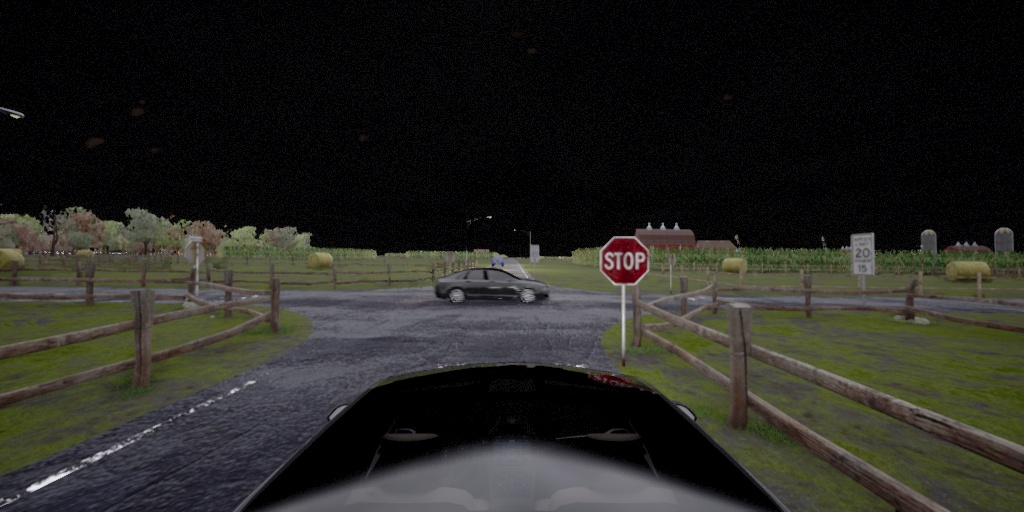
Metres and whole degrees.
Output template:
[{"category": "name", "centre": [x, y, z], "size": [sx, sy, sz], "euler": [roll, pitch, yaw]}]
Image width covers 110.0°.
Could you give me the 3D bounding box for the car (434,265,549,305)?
[{"category": "car", "centre": [-0.865, 1.280, 15.494], "size": [4.892, 1.490, 1.837], "euler": [0, 0, -1]}]
